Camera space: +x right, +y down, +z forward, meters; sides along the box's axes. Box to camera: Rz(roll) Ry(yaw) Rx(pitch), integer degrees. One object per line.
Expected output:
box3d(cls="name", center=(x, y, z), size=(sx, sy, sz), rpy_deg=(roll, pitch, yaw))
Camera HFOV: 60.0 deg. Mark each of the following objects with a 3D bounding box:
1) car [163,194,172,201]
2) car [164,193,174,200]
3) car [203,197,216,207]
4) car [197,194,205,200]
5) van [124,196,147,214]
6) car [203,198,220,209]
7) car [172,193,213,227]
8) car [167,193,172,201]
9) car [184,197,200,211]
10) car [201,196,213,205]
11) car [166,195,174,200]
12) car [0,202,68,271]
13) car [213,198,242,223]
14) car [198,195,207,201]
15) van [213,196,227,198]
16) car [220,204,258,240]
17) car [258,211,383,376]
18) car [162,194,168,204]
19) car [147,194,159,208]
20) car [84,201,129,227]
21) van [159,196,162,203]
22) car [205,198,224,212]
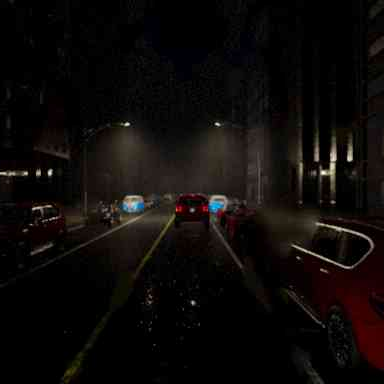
box3d(cls="car", center=(-6.095, 1.321, 83.977), size=(1.967, 1.590, 4.097), rpy_deg=(0, 0, 0))
box3d(cls="car", center=(-6.118, 1.192, 89.587), size=(2.192, 1.841, 5.009), rpy_deg=(0, 0, 0))
box3d(cls="car", center=(2.565, 1.430, 50.533), size=(1.752, 1.417, 4.829), rpy_deg=(0, 0, 0))
box3d(cls="car", center=(2.407, 1.308, 89.626), size=(1.967, 1.590, 4.097), rpy_deg=(0, 0, 0))
box3d(cls="van", center=(-5.892, 1.285, 33.493), size=(1.690, 1.788, 3.998), rpy_deg=(0, 0, 0))
box3d(cls="car", center=(2.589, 1.481, 44.754), size=(1.947, 1.339, 4.313), rpy_deg=(0, 0, 0))
box3d(cls="car", center=(0.011, 1.178, 22.292), size=(2.150, 2.045, 5.566), rpy_deg=(0, 0, 0))
box3d(cls="car", center=(-6.072, 1.451, 78.368), size=(1.947, 1.339, 4.313), rpy_deg=(0, 0, 0))
box3d(cls="car", center=(-0.060, 1.430, 40.536), size=(1.837, 1.490, 4.892), rpy_deg=(0, 0, 0))
box3d(cls="car", center=(2.542, 1.421, 56.142), size=(1.752, 1.417, 4.829), rpy_deg=(0, 0, 0))
box3d(cls="car", center=(-6.140, 1.424, 95.196), size=(2.008, 1.369, 4.403), rpy_deg=(0, 0, 0))
box3d(cls="car", center=(-5.801, 1.299, 11.055), size=(2.192, 1.841, 5.009), rpy_deg=(0, 0, 0))
box3d(cls="car", center=(2.679, 1.395, 22.317), size=(1.967, 1.590, 4.097), rpy_deg=(0, 0, 0))
box3d(cls="car", center=(2.453, 1.428, 78.407), size=(2.008, 1.369, 4.403), rpy_deg=(0, 0, 0))
box3d(cls="van", center=(2.633, 1.276, 33.535), size=(1.690, 1.788, 3.998), rpy_deg=(0, 0, 0))
box3d(cls="car", center=(2.701, 1.510, 16.708), size=(1.887, 1.381, 4.507), rpy_deg=(0, 0, 0))
box3d(cls="car", center=(2.746, 1.301, 5.490), size=(2.192, 1.841, 5.009), rpy_deg=(0, 0, 0))
box3d(cls="car", center=(-6.004, 1.424, 61.370), size=(1.752, 1.417, 4.829), rpy_deg=(0, 0, 0))
box3d(cls="car", center=(-5.937, 1.364, 44.712), size=(1.967, 1.590, 4.097), rpy_deg=(0, 0, 0))
box3d(cls="car", center=(-5.846, 1.514, 22.274), size=(2.008, 1.369, 4.403), rpy_deg=(0, 0, 0))
box3d(cls="van", center=(-5.959, 1.255, 50.321), size=(1.690, 1.788, 3.998), rpy_deg=(0, 0, 0))
box3d(cls="car", center=(2.611, 1.470, 39.145), size=(1.887, 1.381, 4.507), rpy_deg=(0, 0, 0))
